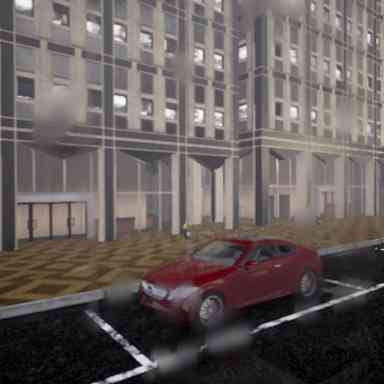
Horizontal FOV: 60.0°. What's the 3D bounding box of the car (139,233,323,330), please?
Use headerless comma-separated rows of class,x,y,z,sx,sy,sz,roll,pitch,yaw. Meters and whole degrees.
car,0.982,1.552,6.799,4.206,1.307,1.802,0,0,-35
